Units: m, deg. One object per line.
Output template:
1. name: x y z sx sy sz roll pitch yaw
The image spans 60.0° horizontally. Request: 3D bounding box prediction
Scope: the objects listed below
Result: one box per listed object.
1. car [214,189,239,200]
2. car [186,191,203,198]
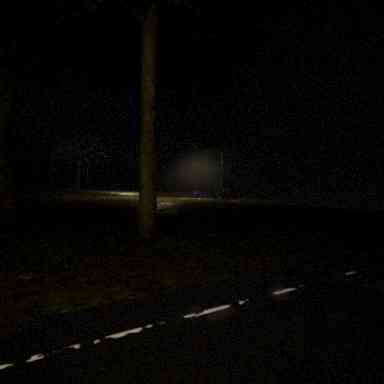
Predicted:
1. car: 6.547 0.497 63.920 2.150 2.045 5.566 1 0 -35
2. car: 0.532 0.466 72.391 1.812 1.442 4.674 1 0 -35
